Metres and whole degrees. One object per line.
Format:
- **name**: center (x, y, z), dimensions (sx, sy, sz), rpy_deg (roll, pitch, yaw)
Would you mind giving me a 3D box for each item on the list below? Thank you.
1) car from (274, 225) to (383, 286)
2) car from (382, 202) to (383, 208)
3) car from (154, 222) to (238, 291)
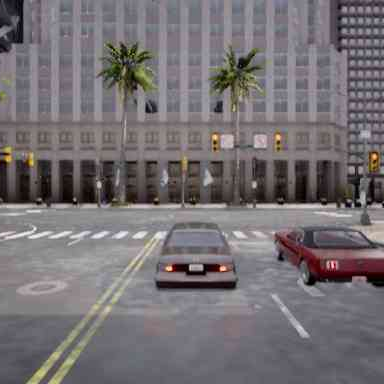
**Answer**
- **car**: center (3.643, 1.586, 9.324), dimensions (1.895, 1.301, 4.718), rpy_deg (0, 0, 2)
- **car**: center (24.801, 1.162, 37.880), dimensions (5.566, 2.045, 2.150), rpy_deg (0, 0, 0)
- **car**: center (0.096, 1.533, 9.057), dimensions (2.033, 1.411, 5.357), rpy_deg (0, 0, 0)
